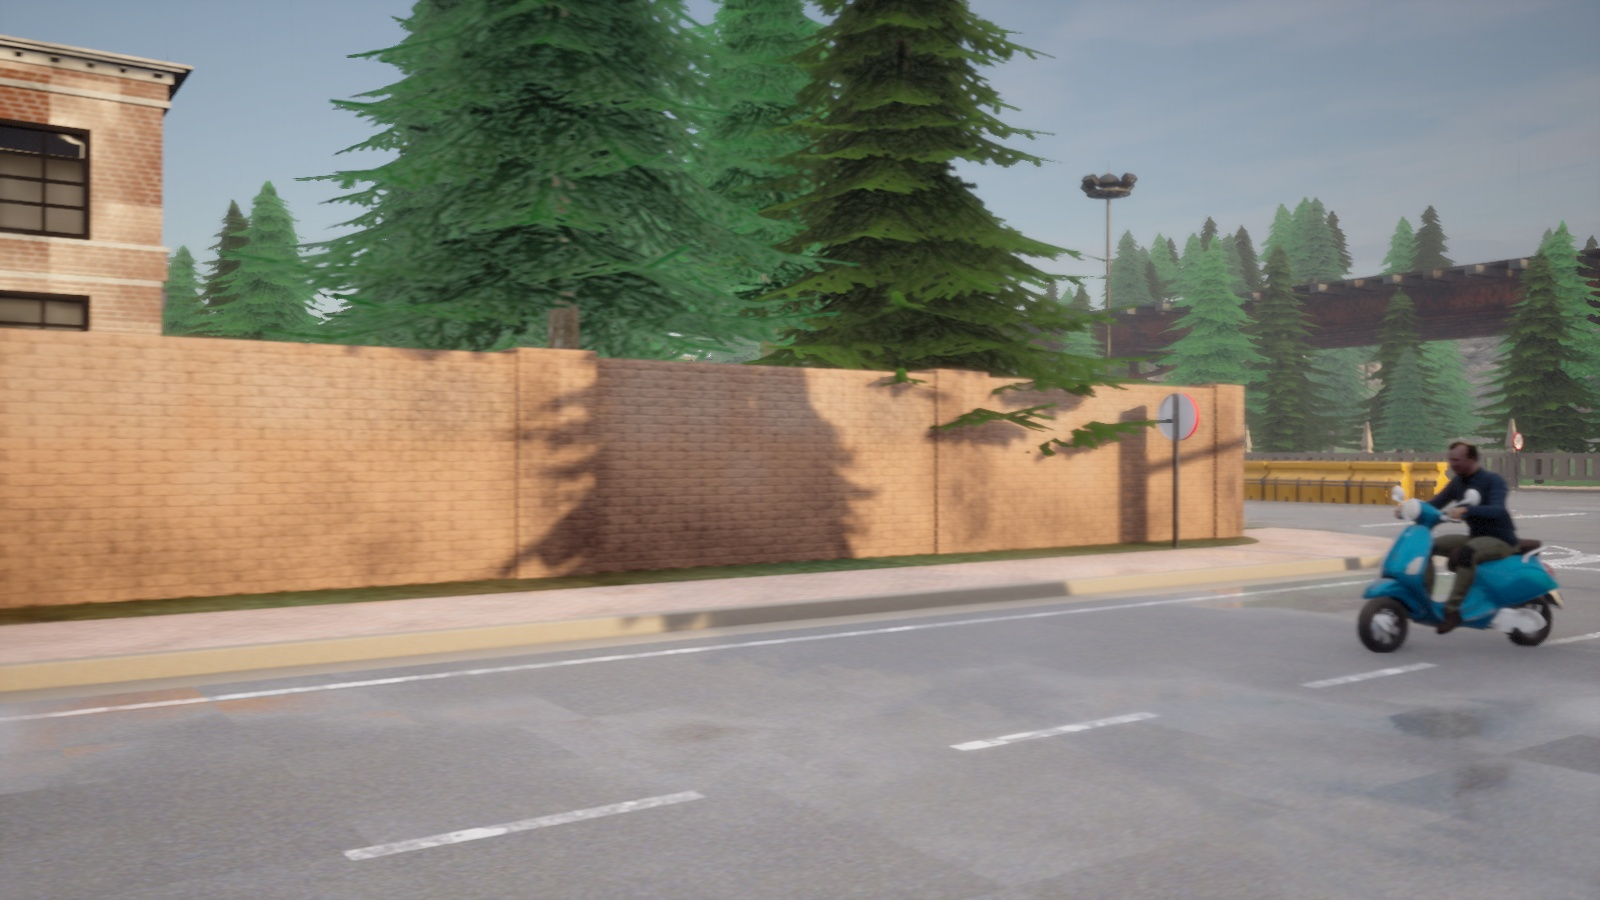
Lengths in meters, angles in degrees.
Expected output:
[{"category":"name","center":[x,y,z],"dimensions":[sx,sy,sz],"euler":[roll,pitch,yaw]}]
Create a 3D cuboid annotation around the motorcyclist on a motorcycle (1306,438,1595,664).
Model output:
[{"category":"motorcyclist on a motorcycle","center":[4.892,0.711,9.486],"dimensions":[1.817,1.590,0.866],"euler":[0,0,-14]}]
